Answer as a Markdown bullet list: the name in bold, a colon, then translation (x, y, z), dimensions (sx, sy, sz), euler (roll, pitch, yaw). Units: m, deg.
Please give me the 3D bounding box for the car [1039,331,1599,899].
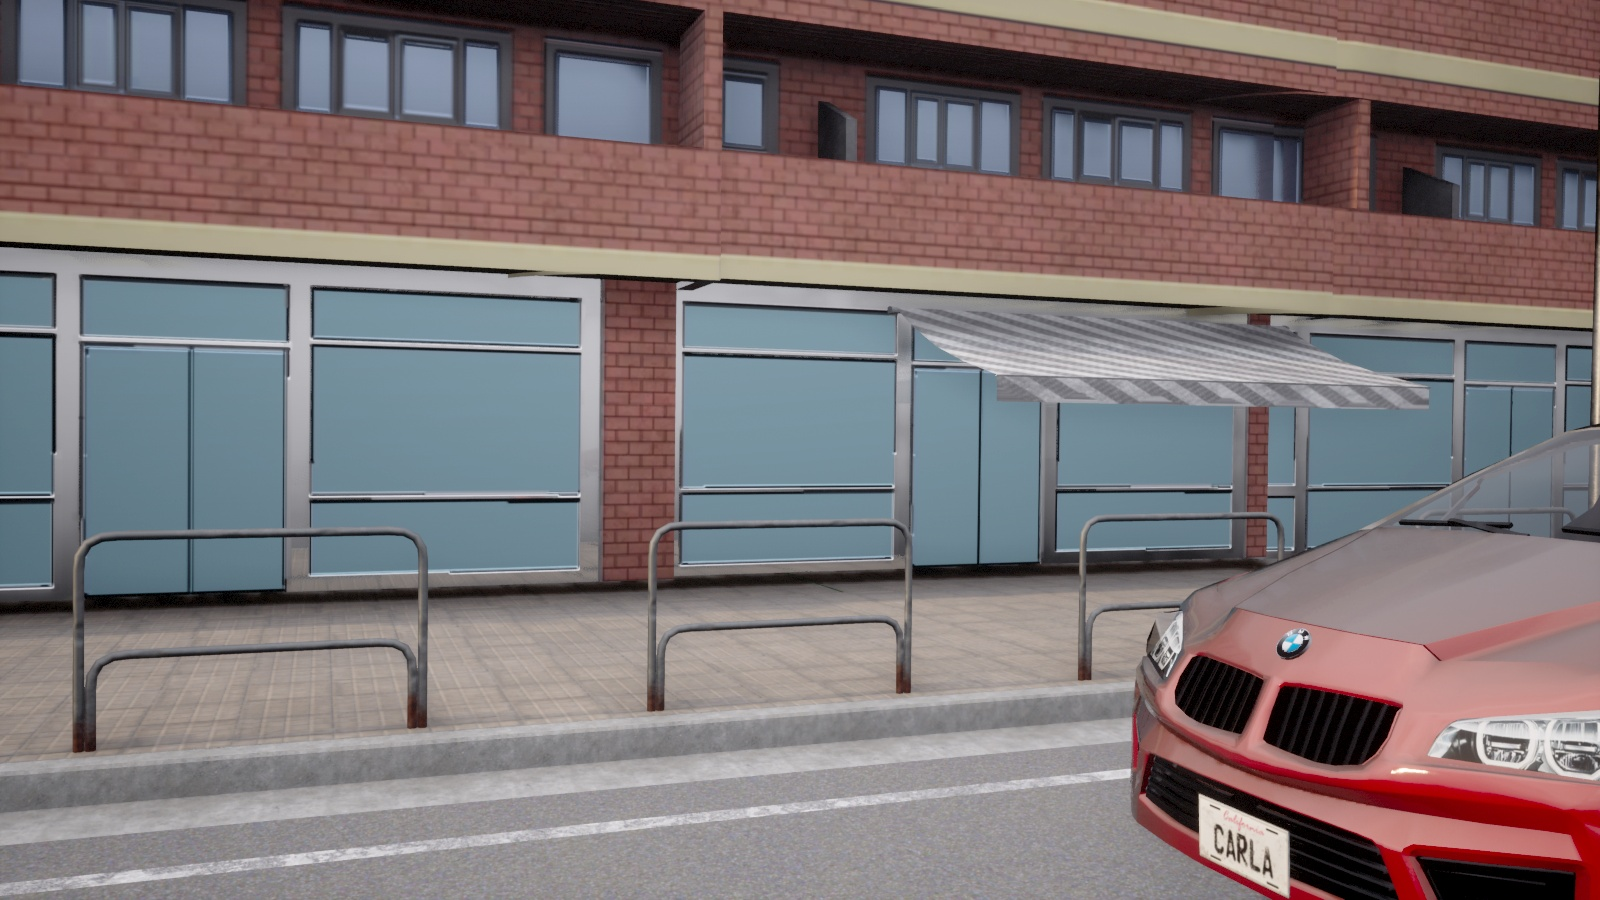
- **car**: translation (3.469, 0.531, 4.556), dimensions (4.611, 1.667, 2.242), euler (-1, 1, -21)
